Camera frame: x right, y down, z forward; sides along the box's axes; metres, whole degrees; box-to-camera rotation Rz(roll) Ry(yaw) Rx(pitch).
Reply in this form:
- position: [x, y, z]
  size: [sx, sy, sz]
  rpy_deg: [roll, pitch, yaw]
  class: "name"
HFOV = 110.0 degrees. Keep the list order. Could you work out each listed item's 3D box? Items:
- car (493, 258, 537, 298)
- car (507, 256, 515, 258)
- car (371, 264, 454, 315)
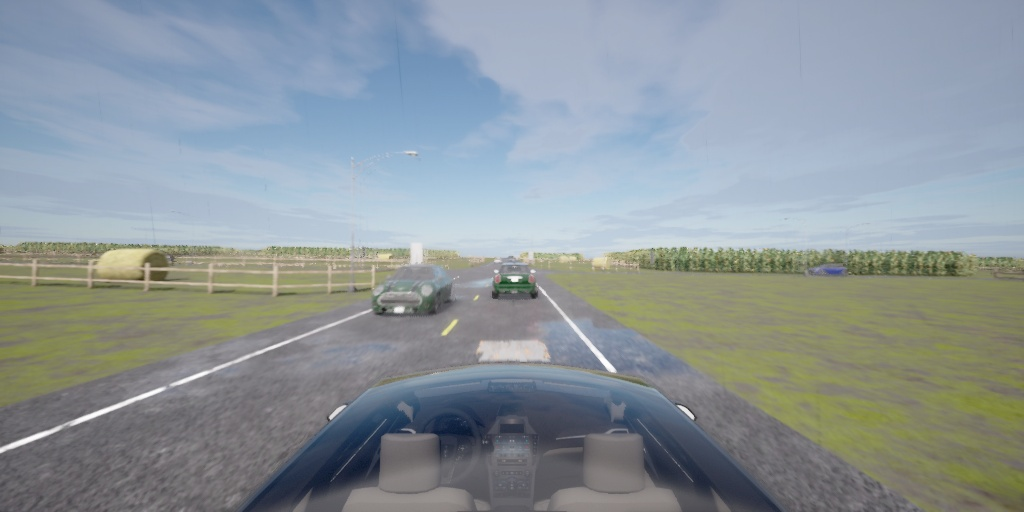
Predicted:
- position: [0.134, 1.127, 18.716]
  size: [2.097, 1.767, 4.553]
  rpy_deg: [0, 0, 0]
  class: "car"
- position: [0.167, 1.151, 38.821]
  size: [2.097, 1.767, 4.553]
  rpy_deg: [0, 0, 0]
  class: "car"
- position: [-3.570, 1.116, 13.620]
  size: [2.097, 1.767, 4.553]
  rpy_deg: [0, 0, 0]
  class: "car"
